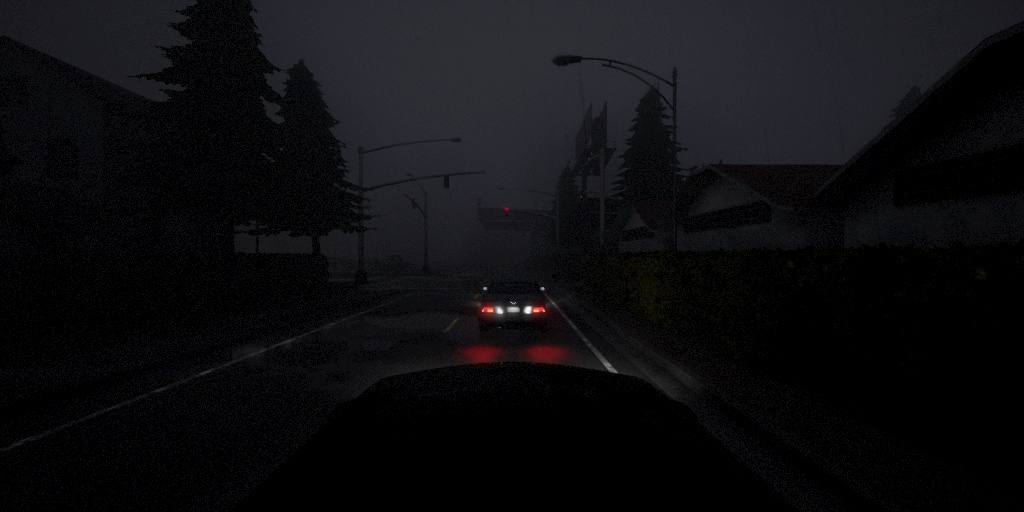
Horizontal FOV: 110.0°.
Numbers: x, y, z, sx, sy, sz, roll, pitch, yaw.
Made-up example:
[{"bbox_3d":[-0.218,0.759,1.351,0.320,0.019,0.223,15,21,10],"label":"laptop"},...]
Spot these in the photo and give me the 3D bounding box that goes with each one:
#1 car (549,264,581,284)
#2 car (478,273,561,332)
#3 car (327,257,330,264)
[{"bbox_3d":[5.150,1.267,26.366,4.718,1.301,1.895,-4,0,0],"label":"car"},{"bbox_3d":[0.058,1.297,10.837,2.033,1.411,5.357,0,0,1],"label":"car"},{"bbox_3d":[-16.320,0.912,26.297,4.553,1.767,2.097,0,0,0],"label":"car"}]
